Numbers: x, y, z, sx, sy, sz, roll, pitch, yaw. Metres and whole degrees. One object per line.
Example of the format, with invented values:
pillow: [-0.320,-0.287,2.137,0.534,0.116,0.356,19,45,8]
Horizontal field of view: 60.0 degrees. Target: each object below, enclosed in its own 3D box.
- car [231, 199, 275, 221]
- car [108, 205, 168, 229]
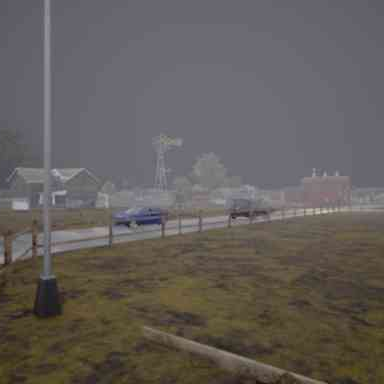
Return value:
car: [5.782,1.681,32.525,2.150,2.045,5.566,0,-1,35]
car: [-3.774,1.747,24.049,1.882,1.535,5.008,0,0,35]
